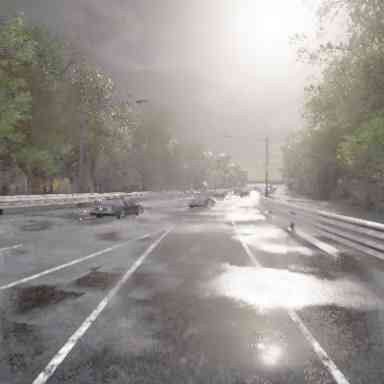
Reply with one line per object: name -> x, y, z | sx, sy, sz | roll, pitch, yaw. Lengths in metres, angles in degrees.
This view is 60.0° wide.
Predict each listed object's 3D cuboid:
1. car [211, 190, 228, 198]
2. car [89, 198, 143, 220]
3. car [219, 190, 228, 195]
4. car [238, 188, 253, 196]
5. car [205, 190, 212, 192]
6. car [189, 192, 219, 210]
car -> 5.627, 0.500, 66.572 | 1.812, 1.442, 4.674 | 1, 1, 14
car -> -5.292, 1.134, 23.956 | 2.033, 1.411, 5.357 | 1, 1, 14
car -> 8.766, 0.084, 92.912 | 1.994, 1.385, 4.181 | 1, 1, 14
car -> 13.122, 0.290, 81.713 | 1.837, 1.490, 4.892 | 1, 1, 14
car -> 3.737, 0.356, 73.285 | 2.128, 1.511, 4.902 | 1, 1, 14
car -> 1.075, 1.028, 34.711 | 2.033, 1.411, 5.357 | 1, 1, 14
